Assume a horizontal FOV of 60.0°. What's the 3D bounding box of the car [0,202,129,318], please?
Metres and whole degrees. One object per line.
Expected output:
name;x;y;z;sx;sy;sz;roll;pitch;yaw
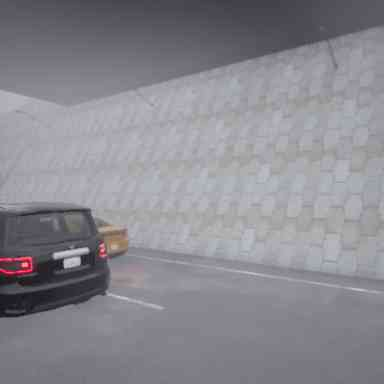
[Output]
car;-4.115;1.232;6.893;5.566;2.045;2.150;0;0;35
